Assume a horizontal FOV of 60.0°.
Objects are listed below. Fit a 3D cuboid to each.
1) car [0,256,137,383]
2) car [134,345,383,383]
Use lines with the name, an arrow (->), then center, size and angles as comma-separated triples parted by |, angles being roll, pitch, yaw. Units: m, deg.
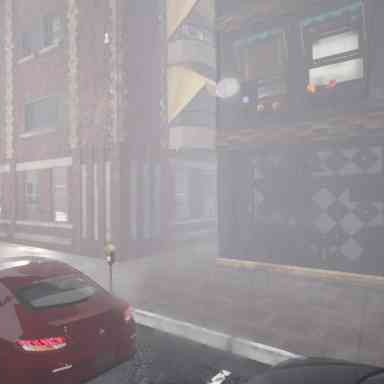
car -> -2.603, 1.583, 4.698 | 4.206, 1.307, 1.802 | 0, -1, 35
car -> 2.006, 1.566, 1.418 | 4.313, 1.339, 1.947 | 0, -1, 35
